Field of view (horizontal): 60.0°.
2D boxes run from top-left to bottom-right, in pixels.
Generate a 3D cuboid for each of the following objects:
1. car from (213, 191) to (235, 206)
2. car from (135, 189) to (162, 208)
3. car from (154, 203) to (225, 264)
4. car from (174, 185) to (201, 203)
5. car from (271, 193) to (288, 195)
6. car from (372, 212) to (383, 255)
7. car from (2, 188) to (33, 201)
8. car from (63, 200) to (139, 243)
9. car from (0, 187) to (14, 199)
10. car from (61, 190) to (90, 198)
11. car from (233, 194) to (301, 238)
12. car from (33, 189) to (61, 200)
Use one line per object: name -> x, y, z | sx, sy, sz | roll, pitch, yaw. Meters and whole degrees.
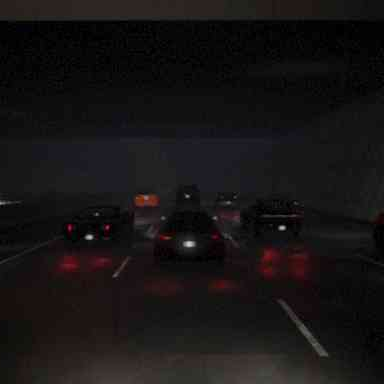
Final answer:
car -> 3.087, 0.619, 30.646 | 2.128, 1.511, 4.902 | 0, 2, -1
car -> -3.910, 0.509, 30.259 | 2.097, 1.767, 4.553 | 0, 2, -1
car -> -0.086, 1.263, 10.596 | 1.994, 1.385, 4.181 | 0, 2, -1
car -> -0.395, 0.389, 29.508 | 2.150, 2.045, 5.566 | 0, 1, -1
car -> 6.651, 0.802, 25.822 | 2.033, 1.411, 5.357 | 0, 2, -1
car -> 6.935, 0.965, 8.436 | 2.150, 2.045, 5.566 | 0, 2, 0
car -> -21.794, 0.453, 42.756 | 1.895, 1.301, 4.718 | 0, 2, -1
car -> -3.625, 1.217, 13.859 | 1.895, 1.301, 4.718 | 0, 2, -1
car -> -25.318, 0.152, 44.921 | 2.097, 1.767, 4.553 | 0, 2, -1
car -> -14.797, 0.431, 42.912 | 1.895, 1.301, 4.718 | 0, 2, -1
car -> 3.359, 1.060, 14.928 | 2.128, 1.511, 4.902 | 0, 2, -1
car -> -18.302, 0.303, 43.390 | 1.882, 1.535, 5.008 | 0, 2, -1
